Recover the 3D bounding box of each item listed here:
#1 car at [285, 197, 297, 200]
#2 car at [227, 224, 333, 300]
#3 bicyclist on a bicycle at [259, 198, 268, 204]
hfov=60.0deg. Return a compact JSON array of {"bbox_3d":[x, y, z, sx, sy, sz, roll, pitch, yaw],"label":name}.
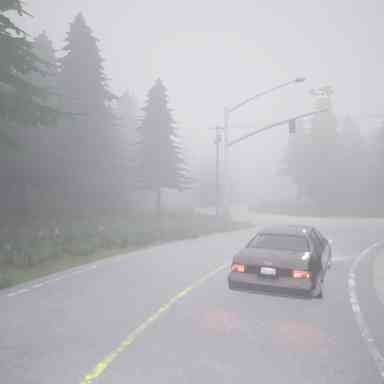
[{"bbox_3d":[19.594,1.672,65.548,4.181,1.385,1.994,0,0,-44],"label":"car"},{"bbox_3d":[2.521,1.558,8.625,2.033,1.411,5.357,0,0,25],"label":"car"},{"bbox_3d":[8.616,1.529,40.149,1.656,1.620,0.582,0,0,-1],"label":"bicyclist on a bicycle"}]
